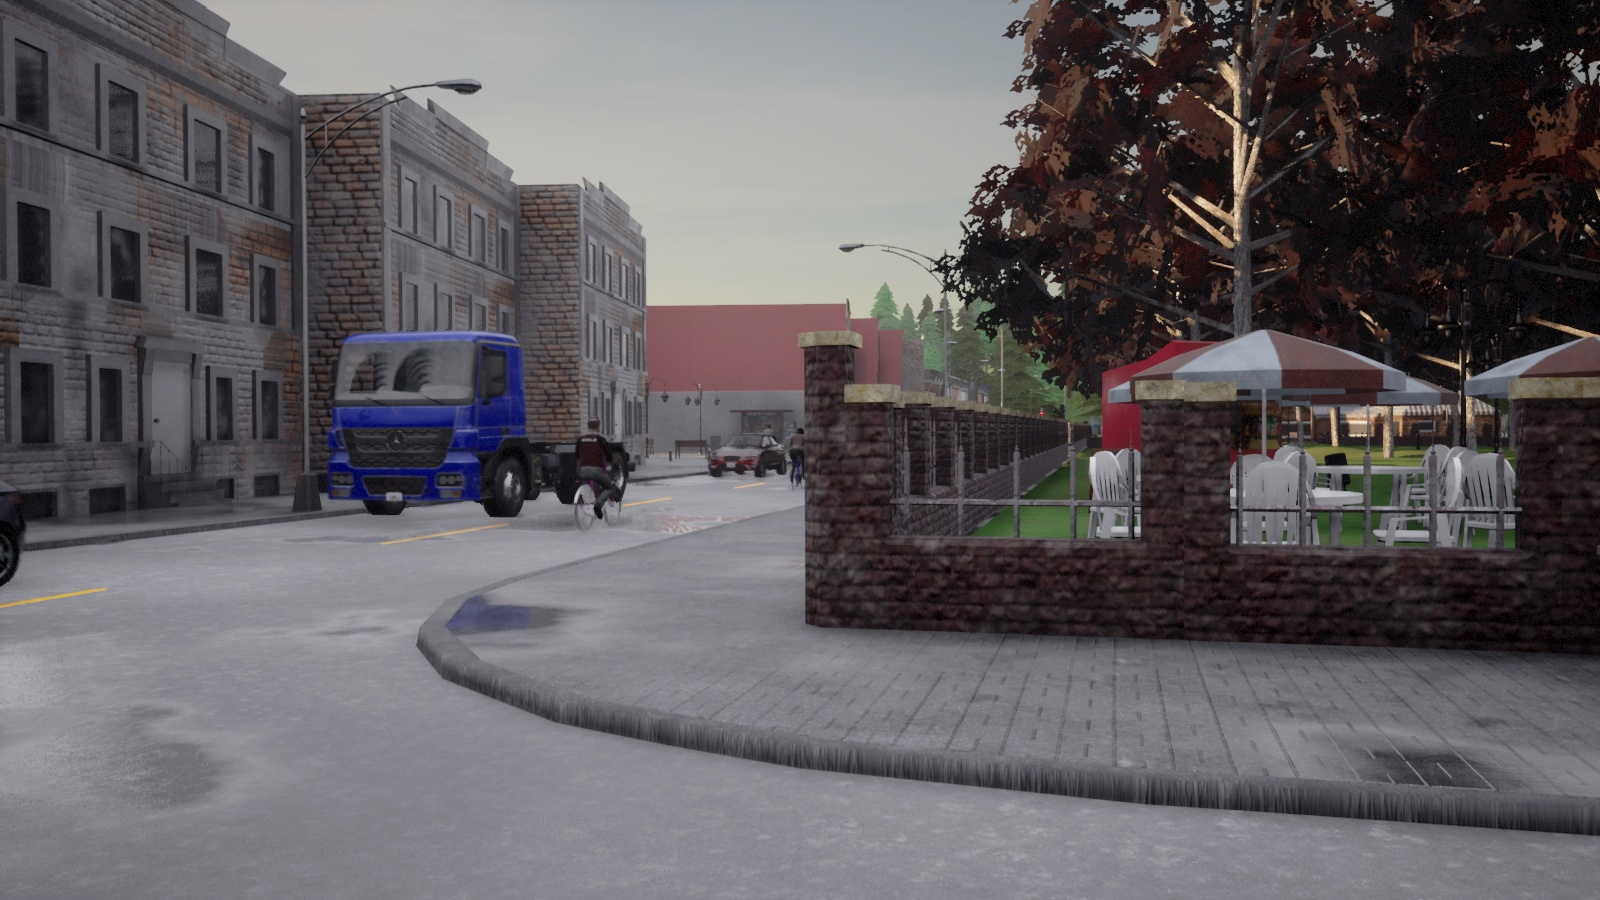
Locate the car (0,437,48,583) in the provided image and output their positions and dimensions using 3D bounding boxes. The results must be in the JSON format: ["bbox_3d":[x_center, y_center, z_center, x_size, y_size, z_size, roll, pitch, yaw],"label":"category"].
[{"bbox_3d":[-9.216,0.626,11.393,1.816,1.474,4.193,0,1,10],"label":"car"}]

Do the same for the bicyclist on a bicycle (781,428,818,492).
[{"bbox_3d":[0.000,0.250,32.751,0.582,1.620,1.656,0,1,14],"label":"bicyclist on a bicycle"}]

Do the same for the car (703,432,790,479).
[{"bbox_3d":[-1.740,0.149,42.398,1.816,1.474,4.193,0,1,14],"label":"car"}]

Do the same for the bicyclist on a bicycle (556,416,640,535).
[{"bbox_3d":[-3.161,0.366,19.850,0.659,1.776,1.843,0,1,13],"label":"bicyclist on a bicycle"}]

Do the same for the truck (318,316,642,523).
[{"bbox_3d":[-5.975,-0.583,25.206,2.891,3.462,7.936,0,1,14],"label":"truck"}]
